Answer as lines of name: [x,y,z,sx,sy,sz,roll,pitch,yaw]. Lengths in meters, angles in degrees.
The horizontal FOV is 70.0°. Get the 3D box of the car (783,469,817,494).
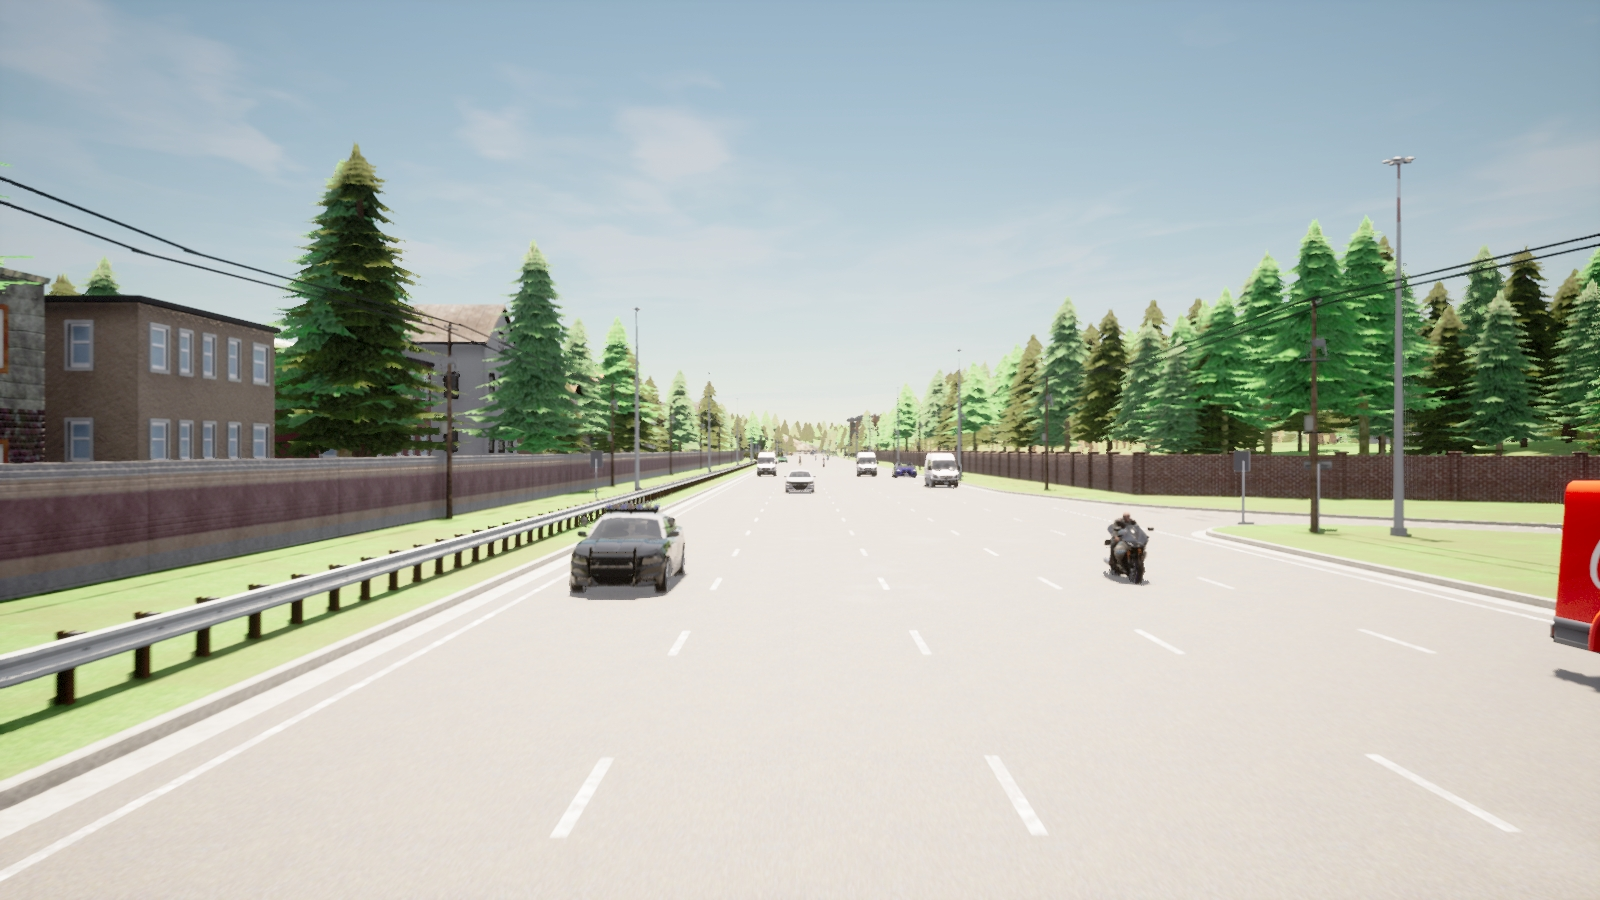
car: [-0.002,2.034,74.819,2.097,1.535,5.006,0,0,0]

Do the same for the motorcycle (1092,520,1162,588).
motorcycle: [7.000,2.205,24.547,0.867,1.251,2.209,0,0,0]

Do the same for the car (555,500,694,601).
car: [-3.500,1.982,23.801,2.097,1.638,5.238,0,0,0]

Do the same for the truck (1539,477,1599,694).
truck: [10.500,1.568,11.609,2.627,2.467,5.204,0,0,0]
